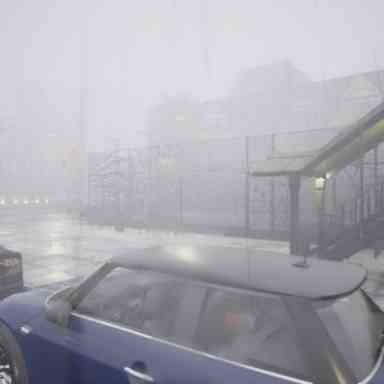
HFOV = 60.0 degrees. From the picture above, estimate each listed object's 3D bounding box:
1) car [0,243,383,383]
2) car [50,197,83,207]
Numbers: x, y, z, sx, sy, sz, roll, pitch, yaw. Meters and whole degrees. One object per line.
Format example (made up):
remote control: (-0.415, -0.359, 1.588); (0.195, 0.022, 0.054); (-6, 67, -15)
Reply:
car: (-0.258, 1.352, 3.479); (4.553, 1.767, 2.185); (0, 0, 35)
car: (-18.279, 1.438, 48.575); (2.128, 1.511, 4.902); (0, 0, 35)
